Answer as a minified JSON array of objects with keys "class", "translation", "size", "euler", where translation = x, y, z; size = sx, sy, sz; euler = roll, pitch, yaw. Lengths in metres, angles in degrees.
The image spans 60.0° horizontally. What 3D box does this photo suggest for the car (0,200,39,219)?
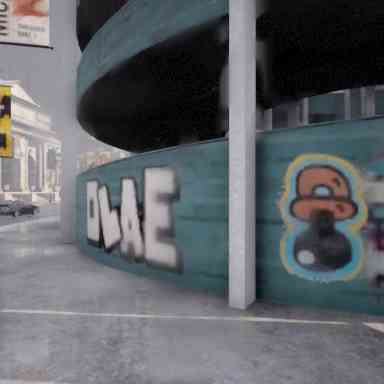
[{"class":"car","translation":[-15.576,1.494,29.623],"size":[2.128,1.511,4.902],"euler":[0,0,4]}]
